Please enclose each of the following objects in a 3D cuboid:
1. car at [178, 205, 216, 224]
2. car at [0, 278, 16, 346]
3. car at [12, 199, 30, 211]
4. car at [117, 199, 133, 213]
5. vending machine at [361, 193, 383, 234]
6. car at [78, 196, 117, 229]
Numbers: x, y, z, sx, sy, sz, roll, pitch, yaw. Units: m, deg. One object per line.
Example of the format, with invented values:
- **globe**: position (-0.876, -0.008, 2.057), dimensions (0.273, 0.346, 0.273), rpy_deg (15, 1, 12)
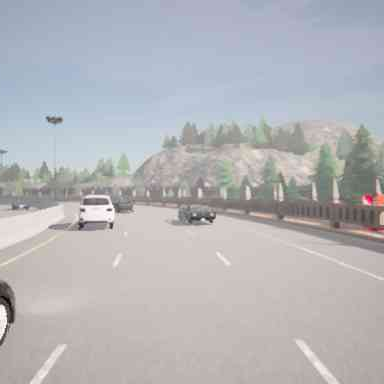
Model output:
- **car**: position (0.233, 1.594, 24.829), dimensions (1.895, 1.301, 4.718), rpy_deg (0, 0, -14)
- **car**: position (-3.635, 1.518, 3.302), dimensions (1.837, 1.490, 4.892), rpy_deg (0, 0, -2)
- **car**: position (-22.899, 1.691, 44.542), dimensions (2.128, 1.511, 4.902), rpy_deg (0, 0, -30)
- **car**: position (-8.115, 1.553, 38.645), dimensions (2.128, 1.511, 4.902), rpy_deg (0, 0, -22)
- **vending machine**: position (9.825, 1.136, 17.816), dimensions (1.100, 2.100, 0.880), rpy_deg (0, 0, -10)
- **car**: position (-6.363, 1.254, 22.451), dimensions (2.150, 2.045, 5.566), rpy_deg (0, 0, -13)
